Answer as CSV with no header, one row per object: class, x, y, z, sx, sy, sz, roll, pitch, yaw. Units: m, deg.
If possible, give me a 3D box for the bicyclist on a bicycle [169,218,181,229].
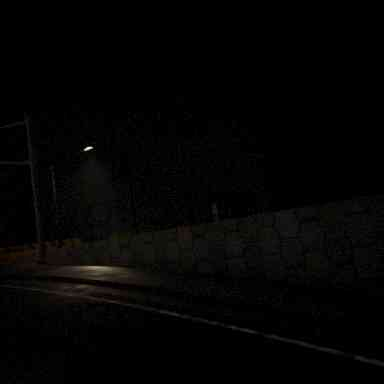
bicyclist on a bicycle,-1.334,2.917,27.293,1.656,1.620,0.582,-14,-8,36
